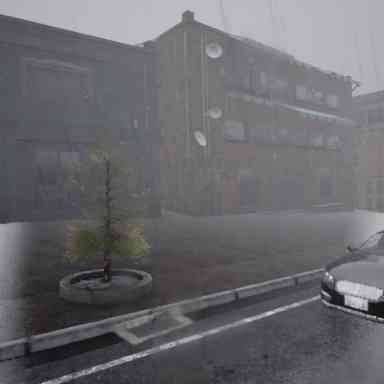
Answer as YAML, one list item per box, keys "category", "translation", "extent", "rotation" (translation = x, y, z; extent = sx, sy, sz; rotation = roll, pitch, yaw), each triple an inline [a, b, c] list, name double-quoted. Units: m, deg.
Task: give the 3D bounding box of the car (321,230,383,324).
- category: "car"
  translation: [4.566, 1.531, 6.831]
  extent: [4.902, 1.511, 2.128]
  rotation: [1, 0, -38]
